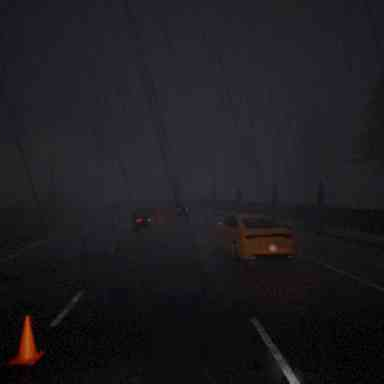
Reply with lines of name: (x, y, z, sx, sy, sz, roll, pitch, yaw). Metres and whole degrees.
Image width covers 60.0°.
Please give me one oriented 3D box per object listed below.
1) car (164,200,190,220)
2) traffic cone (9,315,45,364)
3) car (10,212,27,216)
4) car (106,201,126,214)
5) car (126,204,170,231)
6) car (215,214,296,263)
car: (-1.763, 1.559, 30.465, 2.097, 1.767, 4.553, 0, 0, -17)
traffic cone: (-2.271, 1.994, 4.586, 0.340, 0.580, 0.340, 0, 0, 1)
car: (-18.826, 1.846, 36.162, 2.033, 1.411, 5.357, 0, 0, -23)
car: (-9.232, 1.824, 40.735, 1.812, 1.442, 4.674, 0, -1, -23)
car: (-2.998, 1.701, 21.738, 2.033, 1.411, 5.357, 0, 0, -13)
car: (2.138, 1.554, 12.458, 1.882, 1.535, 5.008, 0, 0, -7)
